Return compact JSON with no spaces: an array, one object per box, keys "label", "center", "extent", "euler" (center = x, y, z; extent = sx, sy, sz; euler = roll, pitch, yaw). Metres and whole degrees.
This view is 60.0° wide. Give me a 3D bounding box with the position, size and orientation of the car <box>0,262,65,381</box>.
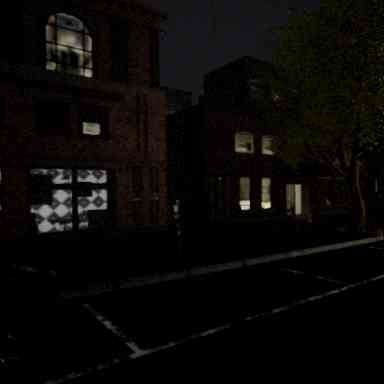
[{"label":"car","center":[-3.772,1.573,3.872],"extent":[4.313,1.339,1.947],"euler":[0,0,-35]}]
